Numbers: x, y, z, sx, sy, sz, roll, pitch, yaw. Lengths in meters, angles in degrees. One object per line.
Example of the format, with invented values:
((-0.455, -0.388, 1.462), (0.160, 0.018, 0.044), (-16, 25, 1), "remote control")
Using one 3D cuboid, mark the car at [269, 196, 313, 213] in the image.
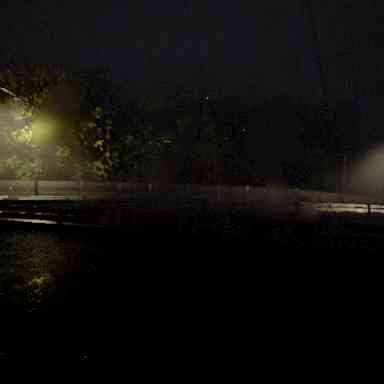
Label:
((12.036, 1.448, 40.419), (5.566, 2.045, 2.150), (3, -1, -23), "car")
